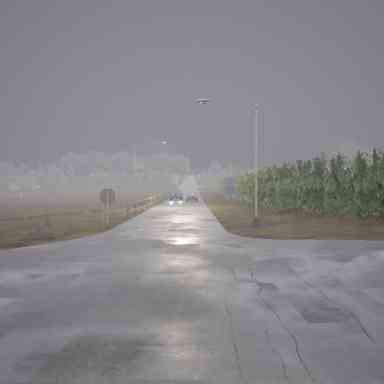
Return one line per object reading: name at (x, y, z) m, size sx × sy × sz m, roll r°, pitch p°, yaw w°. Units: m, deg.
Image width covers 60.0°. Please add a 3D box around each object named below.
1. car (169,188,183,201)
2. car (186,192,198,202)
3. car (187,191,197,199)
car at (-2.743, 0.408, 58.997) m, size 2.150 × 2.045 × 5.566 m, roll 0°, pitch 2°, yaw 0°
car at (0.007, 0.830, 54.865) m, size 1.812 × 1.442 × 4.674 m, roll 0°, pitch 2°, yaw 0°
car at (0.009, 0.588, 64.893) m, size 1.895 × 1.301 × 4.718 m, roll 0°, pitch 2°, yaw 0°
